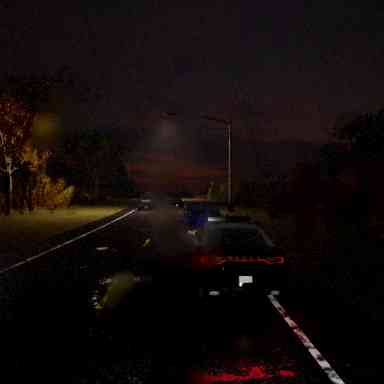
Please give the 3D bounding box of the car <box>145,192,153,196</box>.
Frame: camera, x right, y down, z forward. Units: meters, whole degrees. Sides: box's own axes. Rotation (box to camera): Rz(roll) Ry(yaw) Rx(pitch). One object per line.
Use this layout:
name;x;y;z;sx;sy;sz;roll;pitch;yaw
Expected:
car;-12.021;1.150;92.754;2.150;2.045;5.566;0;0;-8

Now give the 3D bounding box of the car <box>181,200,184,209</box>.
car;0.363;1.513;24.752;1.812;1.442;4.674;0;0;-3

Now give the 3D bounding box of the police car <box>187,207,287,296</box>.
police car;0.949;1.423;8.784;1.930;1.638;5.238;0;0;-1

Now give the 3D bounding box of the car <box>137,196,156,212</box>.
car;-5.302;1.547;39.191;1.994;1.385;4.181;0;0;-5

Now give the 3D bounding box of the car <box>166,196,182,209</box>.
car;-2.191;1.482;45.630;1.837;1.490;4.892;0;0;-5

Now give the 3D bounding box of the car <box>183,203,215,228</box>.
car;0.645;1.472;18.725;1.882;1.535;5.008;0;0;-2
